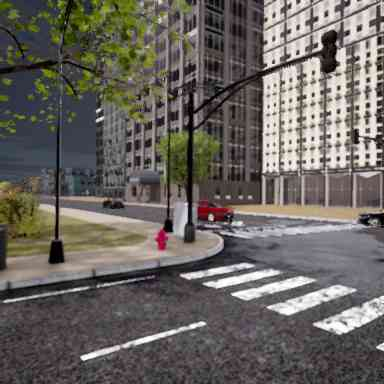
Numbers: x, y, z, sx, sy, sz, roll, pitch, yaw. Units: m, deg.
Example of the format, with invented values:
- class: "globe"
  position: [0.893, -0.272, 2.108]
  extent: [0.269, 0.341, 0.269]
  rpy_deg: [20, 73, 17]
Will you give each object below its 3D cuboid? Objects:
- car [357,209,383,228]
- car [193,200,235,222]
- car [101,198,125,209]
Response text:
- class: "car"
  position: [13.382, 1.607, 21.742]
  extent: [4.674, 1.442, 1.812]
  rpy_deg: [0, 2, 15]
- class: "car"
  position: [1.253, 1.433, 25.856]
  extent: [1.882, 1.535, 5.008]
  rpy_deg: [1, 0, -34]
- class: "car"
  position: [-10.200, 1.489, 43.026]
  extent: [1.994, 1.385, 4.181]
  rpy_deg: [1, 0, -34]
